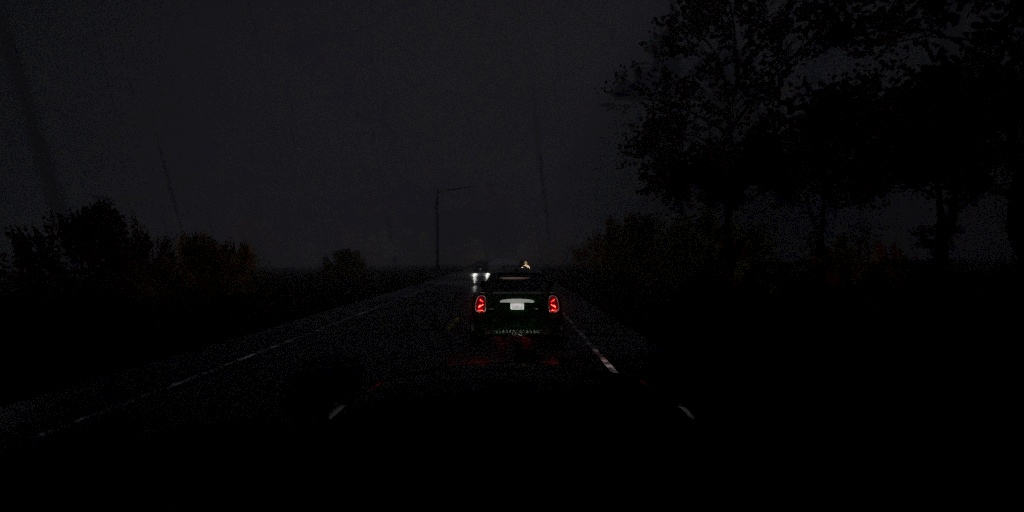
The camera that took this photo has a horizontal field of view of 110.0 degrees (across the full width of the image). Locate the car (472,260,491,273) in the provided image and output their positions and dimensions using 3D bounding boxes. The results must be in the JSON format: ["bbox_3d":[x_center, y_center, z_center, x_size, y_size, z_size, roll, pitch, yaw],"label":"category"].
[{"bbox_3d":[-3.649,1.240,43.485,1.837,1.490,4.892,0,0,0],"label":"car"}]

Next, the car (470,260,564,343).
[{"bbox_3d":[0.114,1.099,9.787,2.097,1.767,4.553,0,0,0],"label":"car"}]

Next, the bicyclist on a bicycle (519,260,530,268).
[{"bbox_3d":[0.977,1.177,25.610,0.866,1.612,1.509,0,0,1],"label":"bicyclist on a bicycle"}]
